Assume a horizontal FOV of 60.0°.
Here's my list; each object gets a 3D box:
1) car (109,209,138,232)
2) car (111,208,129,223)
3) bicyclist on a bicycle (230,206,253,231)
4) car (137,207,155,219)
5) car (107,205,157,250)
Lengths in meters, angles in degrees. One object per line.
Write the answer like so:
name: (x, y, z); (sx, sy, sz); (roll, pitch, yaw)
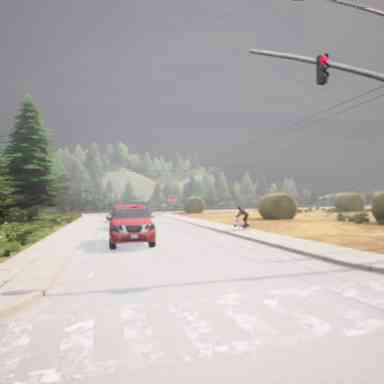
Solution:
car: (-5.747, 2.280, 27.577); (2.128, 1.511, 4.902); (-1, -1, -14)
car: (-8.262, 2.583, 37.690); (1.837, 1.490, 4.892); (-1, -1, -14)
bicyclist on a bicycle: (3.319, 1.773, 22.157); (1.656, 1.620, 0.582); (-1, -1, -14)
car: (-6.310, 2.773, 45.032); (1.994, 1.385, 4.181); (-1, -1, -14)
car: (-3.249, 1.724, 17.579); (2.150, 2.045, 5.566); (-1, -1, -14)
